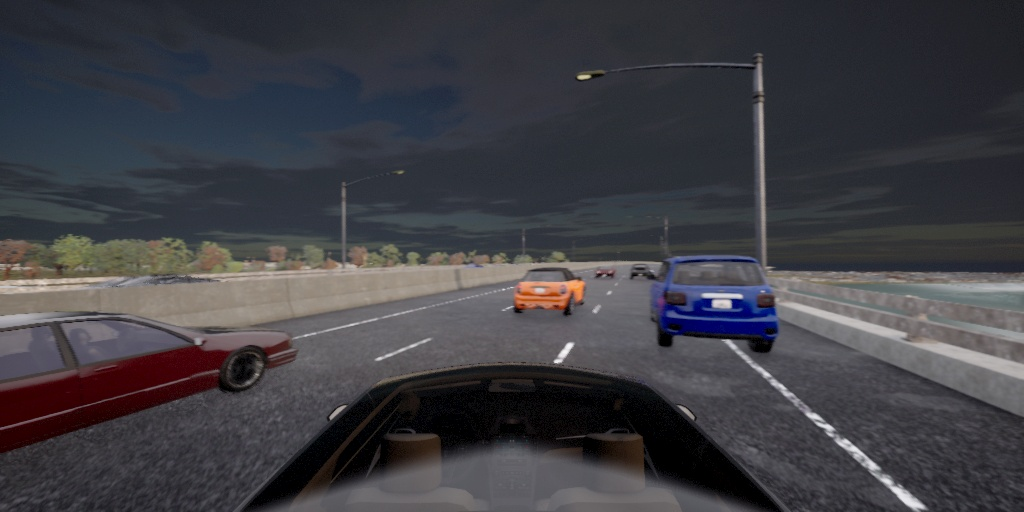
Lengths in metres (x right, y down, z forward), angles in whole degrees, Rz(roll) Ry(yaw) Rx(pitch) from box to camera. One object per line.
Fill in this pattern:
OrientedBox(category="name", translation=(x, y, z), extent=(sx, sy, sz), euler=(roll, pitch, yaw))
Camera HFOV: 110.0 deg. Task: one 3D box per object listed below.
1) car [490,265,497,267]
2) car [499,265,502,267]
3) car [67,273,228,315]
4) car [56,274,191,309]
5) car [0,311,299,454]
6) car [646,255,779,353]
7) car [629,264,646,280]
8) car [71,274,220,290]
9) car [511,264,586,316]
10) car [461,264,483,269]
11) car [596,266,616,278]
OrientedBox(category="car", translation=(-2.378, 2.028, 56.059), extent=(1.994, 1.385, 4.181), euler=(-1, -1, 20))
OrientedBox(category="car", translation=(0.362, 1.948, 53.400), extent=(2.033, 1.411, 5.357), euler=(-1, -1, 20))
OrientedBox(category="car", translation=(-16.311, 1.600, 16.501), extent=(1.837, 1.490, 4.892), euler=(-1, -1, 19))
OrientedBox(category="car", translation=(-19.423, 1.710, 18.220), extent=(1.994, 1.385, 4.181), euler=(-1, -1, 19))
OrientedBox(category="car", translation=(-5.470, 1.382, 4.228), extent=(2.033, 1.411, 5.357), euler=(-1, -1, 19))
OrientedBox(category="car", translation=(4.794, 1.015, 9.270), extent=(2.150, 2.045, 5.566), euler=(-1, -1, 19))
OrientedBox(category="car", translation=(12.776, 1.545, 35.723), extent=(1.837, 1.490, 4.892), euler=(-1, -1, 20))
OrientedBox(category="car", translation=(-13.391, 1.583, 14.228), extent=(2.033, 1.411, 5.357), euler=(-1, -1, 19))
OrientedBox(category="car", translation=(1.667, 1.238, 14.418), extent=(2.097, 1.767, 4.553), euler=(-1, -1, 19))
OrientedBox(category="car", translation=(-6.207, 1.976, 55.788), extent=(1.882, 1.535, 5.008), euler=(-1, -1, 20))
OrientedBox(category="car", translation=(10.368, 1.714, 39.333), extent=(1.895, 1.301, 4.718), euler=(-1, -1, 20))
